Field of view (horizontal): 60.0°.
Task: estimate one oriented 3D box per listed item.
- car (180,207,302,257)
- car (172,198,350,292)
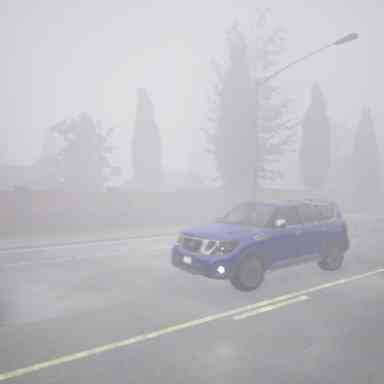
[{"bbox_3d":[2.134,1.469,13.588,5.008,1.535,1.882,0,0,-35],"label":"car"},{"bbox_3d":[2.145,1.215,9.296,5.566,2.045,2.150,0,0,-35],"label":"car"}]
